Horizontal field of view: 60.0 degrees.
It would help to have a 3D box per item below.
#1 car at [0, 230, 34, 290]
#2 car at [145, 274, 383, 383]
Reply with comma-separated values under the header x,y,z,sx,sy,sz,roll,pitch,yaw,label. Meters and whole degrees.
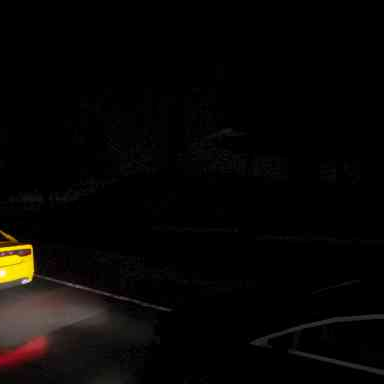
x,y,z,sx,sy,sz,roll,pitch,yaw,label
-5.830,1.469,8.000,5.008,1.535,1.882,0,0,35,car
1.767,1.492,2.747,4.902,1.511,2.128,0,0,35,car
